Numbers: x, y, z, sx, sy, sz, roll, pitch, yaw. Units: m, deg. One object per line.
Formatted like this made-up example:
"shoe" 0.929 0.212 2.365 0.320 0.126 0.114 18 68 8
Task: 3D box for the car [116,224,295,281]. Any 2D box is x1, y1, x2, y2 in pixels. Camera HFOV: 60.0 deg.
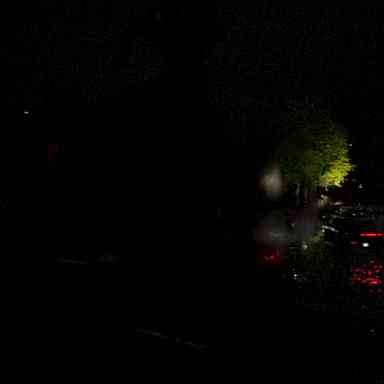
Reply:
"car" 0.231 1.735 10.551 5.357 1.411 2.033 2 0 27

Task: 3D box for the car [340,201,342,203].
"car" 35.309 3.296 82.610 2.008 1.369 4.403 4 1 27

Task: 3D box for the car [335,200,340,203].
"car" 32.054 3.142 76.262 2.008 1.369 4.403 4 1 27

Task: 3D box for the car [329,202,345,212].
"car" 19.685 2.573 46.509 2.033 1.411 5.357 3 0 28

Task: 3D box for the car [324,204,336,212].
"car" 12.920 2.272 33.552 2.033 1.411 5.357 3 0 27

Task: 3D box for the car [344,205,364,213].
"car" 19.179 2.569 39.224 1.994 1.385 4.181 3 0 27

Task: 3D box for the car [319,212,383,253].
"car" 7.947 2.025 16.718 1.837 1.490 4.892 0 0 11

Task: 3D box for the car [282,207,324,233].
"car" 7.967 1.983 24.113 1.882 1.535 5.008 3 0 29

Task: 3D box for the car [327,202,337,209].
"car" 32.928 3.158 78.033 1.752 1.417 4.829 4 1 27
